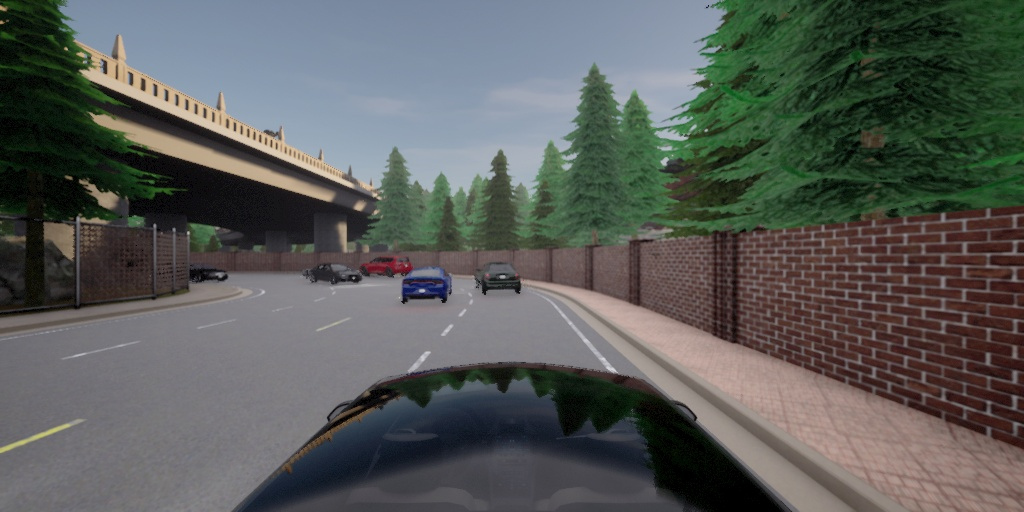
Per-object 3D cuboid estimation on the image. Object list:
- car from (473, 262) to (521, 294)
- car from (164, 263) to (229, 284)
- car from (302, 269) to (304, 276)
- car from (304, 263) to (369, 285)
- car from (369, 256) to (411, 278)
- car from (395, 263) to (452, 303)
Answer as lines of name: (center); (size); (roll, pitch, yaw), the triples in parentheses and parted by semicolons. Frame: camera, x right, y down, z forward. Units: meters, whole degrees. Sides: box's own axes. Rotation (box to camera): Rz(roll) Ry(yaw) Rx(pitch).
car: (-0.957, 1.128, 20.719); (2.097, 1.767, 4.553); (0, 0, -12)
car: (-24.231, 1.278, 27.540); (4.902, 1.511, 2.128); (0, 0, 15)
car: (-16.874, 1.394, 32.784); (4.718, 1.301, 1.895); (0, 0, 22)
car: (-12.958, 1.289, 26.326); (4.892, 1.490, 1.837); (0, -1, 35)
car: (-12.126, 1.017, 34.431); (5.566, 2.045, 2.150); (0, 0, 28)
car: (-3.906, 1.249, 16.935); (1.882, 1.535, 5.008); (0, 0, -6)
